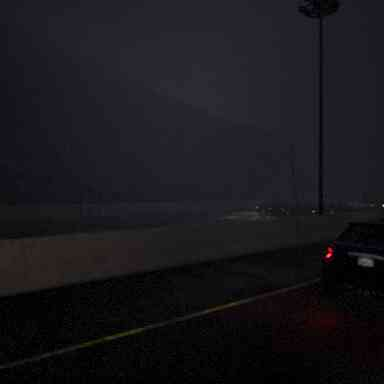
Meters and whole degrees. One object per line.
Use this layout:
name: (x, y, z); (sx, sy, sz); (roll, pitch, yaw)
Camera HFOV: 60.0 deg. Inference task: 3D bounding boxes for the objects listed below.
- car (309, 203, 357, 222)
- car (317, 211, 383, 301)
car: (11.732, 1.627, 27.440); (4.718, 1.301, 1.895); (0, 0, -43)
car: (4.985, 1.359, 7.632); (4.553, 1.767, 2.097); (0, 0, -38)
